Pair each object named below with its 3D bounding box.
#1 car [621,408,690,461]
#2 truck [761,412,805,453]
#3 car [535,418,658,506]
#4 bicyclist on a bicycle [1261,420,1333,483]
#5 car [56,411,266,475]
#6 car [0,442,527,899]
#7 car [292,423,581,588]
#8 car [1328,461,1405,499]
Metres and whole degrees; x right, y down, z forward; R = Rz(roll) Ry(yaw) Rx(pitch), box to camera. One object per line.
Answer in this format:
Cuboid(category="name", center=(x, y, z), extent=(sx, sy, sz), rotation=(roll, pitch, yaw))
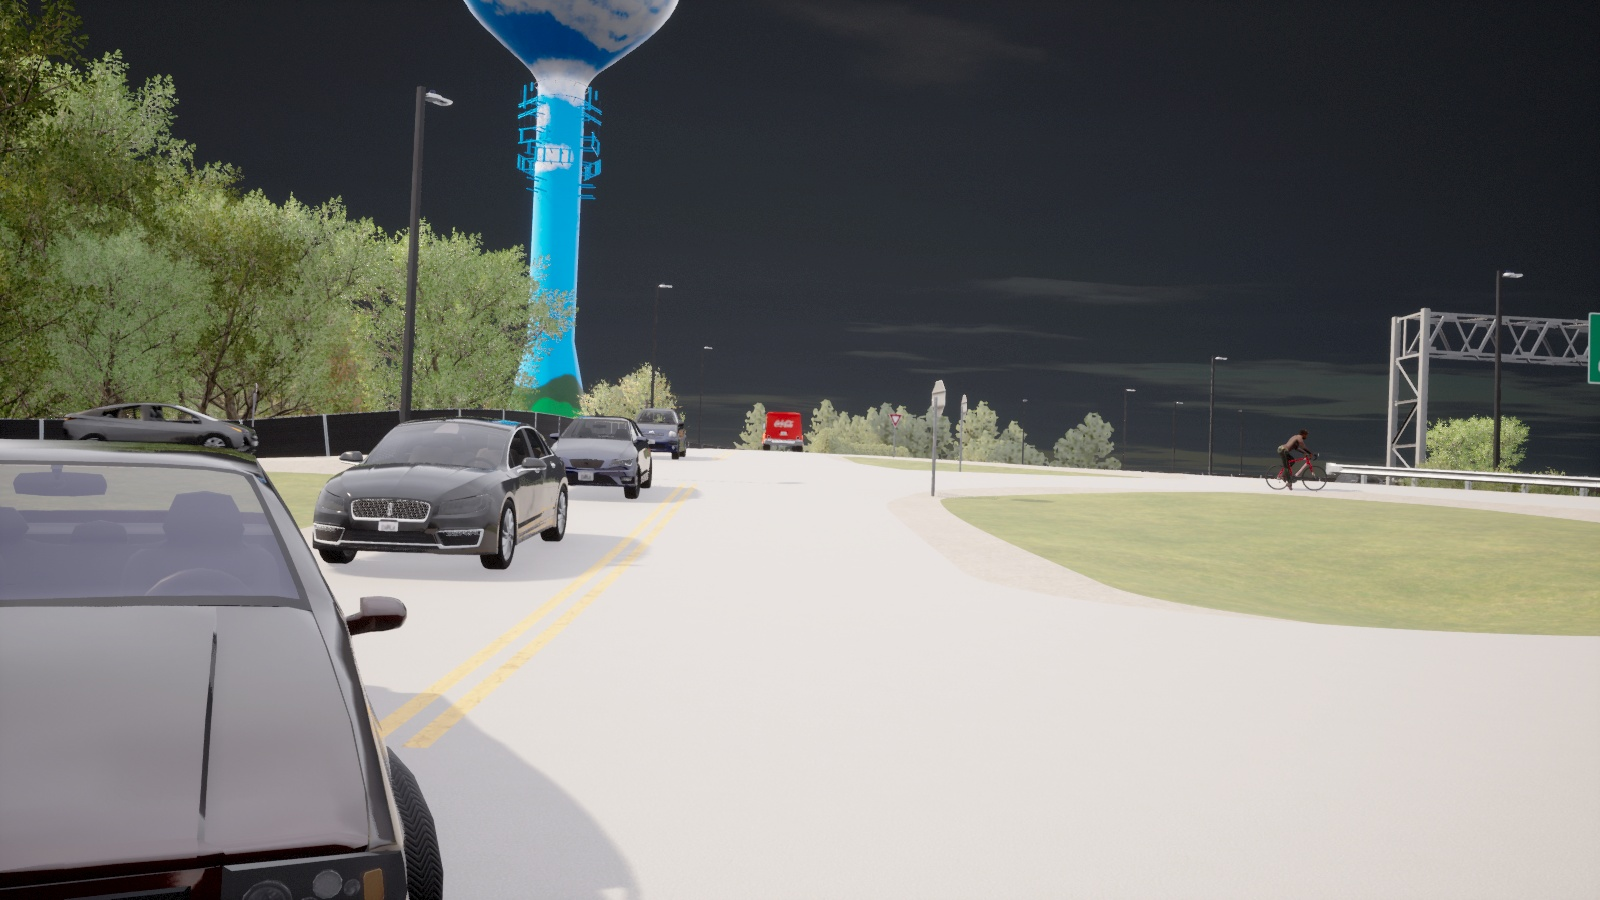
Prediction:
Cuboid(category="car", center=(-4.682, -0.516, 41.172), extent=(1.851, 1.617, 3.988), rotation=(1, 1, -1))
Cuboid(category="truck", center=(-1.168, -1.088, 81.366), extent=(2.627, 2.467, 5.204), rotation=(1, -1, -3))
Cuboid(category="car", center=(-3.839, 0.155, 24.277), extent=(1.816, 1.474, 4.193), rotation=(1, 2, -2))
Cuboid(category="bicyclist on a bicycle", center=(13.160, 0.034, 33.267), extent=(1.656, 1.620, 0.582), rotation=(1, 1, 0))
Cuboid(category="car", center=(-16.576, -0.200, 32.819), extent=(4.514, 1.525, 2.007), rotation=(-1, 0, -14))
Cuboid(category="car", center=(-2.553, 0.719, 4.461), extent=(2.033, 1.411, 5.357), rotation=(1, 1, -24))
Cuboid(category="car", center=(-3.830, 0.468, 14.198), extent=(1.837, 1.490, 4.892), rotation=(1, 2, 0))
Cuboid(category="car", center=(28.865, 1.508, 64.099), extent=(1.932, 1.855, 4.605), rotation=(1, -1, 2))
